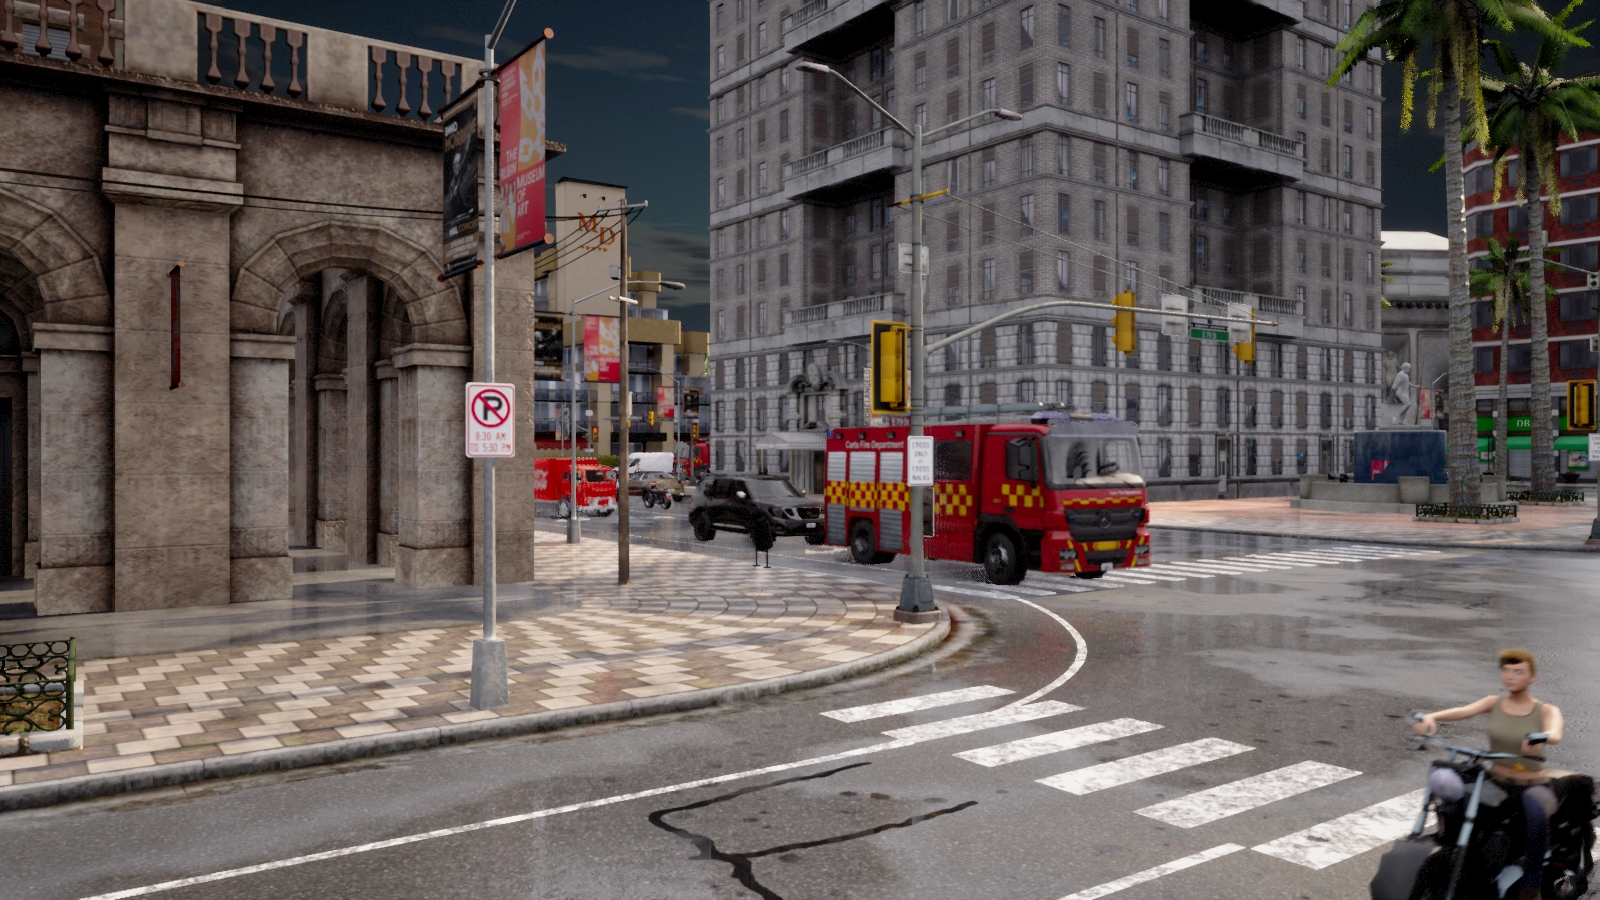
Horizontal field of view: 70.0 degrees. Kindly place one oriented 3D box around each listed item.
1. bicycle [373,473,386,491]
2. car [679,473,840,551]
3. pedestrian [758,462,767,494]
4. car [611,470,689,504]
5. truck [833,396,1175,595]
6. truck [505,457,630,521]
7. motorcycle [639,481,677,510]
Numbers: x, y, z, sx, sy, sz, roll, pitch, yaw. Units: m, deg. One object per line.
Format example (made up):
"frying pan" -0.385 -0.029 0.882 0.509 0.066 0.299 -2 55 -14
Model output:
"bicycle" -29.053 2.202 78.931 0.329 1.171 1.835 0 0 -37
"car" -1.328 1.772 34.453 2.150 2.045 5.566 0 0 -35
"pedestrian" -2.244 1.682 68.874 0.375 1.860 0.375 0 0 -36
"car" -8.211 1.981 62.259 2.152 1.651 5.027 0 0 -35
"truck" 4.288 0.884 26.402 2.891 3.827 8.468 0 0 -31
"truck" -9.743 1.561 47.621 5.204 2.467 2.627 0 0 44
"motorcycle" -6.767 2.160 54.369 0.764 1.277 2.356 0 0 -35
